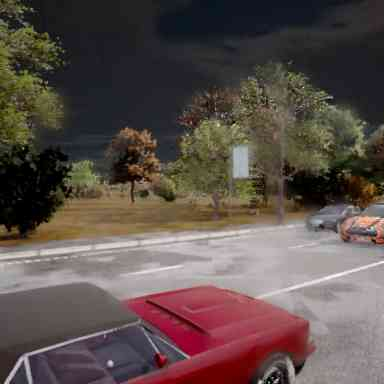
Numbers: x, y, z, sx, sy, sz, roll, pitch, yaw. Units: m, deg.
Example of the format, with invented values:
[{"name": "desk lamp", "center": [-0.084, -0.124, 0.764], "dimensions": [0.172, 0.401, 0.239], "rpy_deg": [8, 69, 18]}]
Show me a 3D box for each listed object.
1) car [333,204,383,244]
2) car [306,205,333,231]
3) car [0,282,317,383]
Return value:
[{"name": "car", "center": [8.692, 1.364, 15.078], "dimensions": [4.553, 1.767, 2.097], "rpy_deg": [0, 0, -38]}, {"name": "car", "center": [8.575, 1.508, 19.438], "dimensions": [4.902, 1.511, 2.128], "rpy_deg": [0, 0, -38]}, {"name": "car", "center": [-0.930, 1.607, 3.141], "dimensions": [4.718, 1.301, 1.895], "rpy_deg": [0, 0, -36]}]
